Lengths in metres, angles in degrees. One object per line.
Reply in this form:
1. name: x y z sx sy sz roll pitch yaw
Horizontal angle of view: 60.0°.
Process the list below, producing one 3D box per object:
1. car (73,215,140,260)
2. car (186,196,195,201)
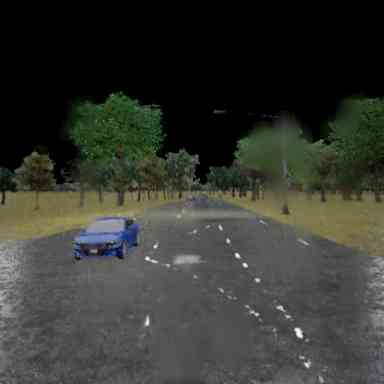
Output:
1. car: -3.465 1.822 14.314 1.882 1.535 5.008 -1 0 1
2. car: -0.291 1.597 83.101 2.033 1.411 5.357 0 0 9
